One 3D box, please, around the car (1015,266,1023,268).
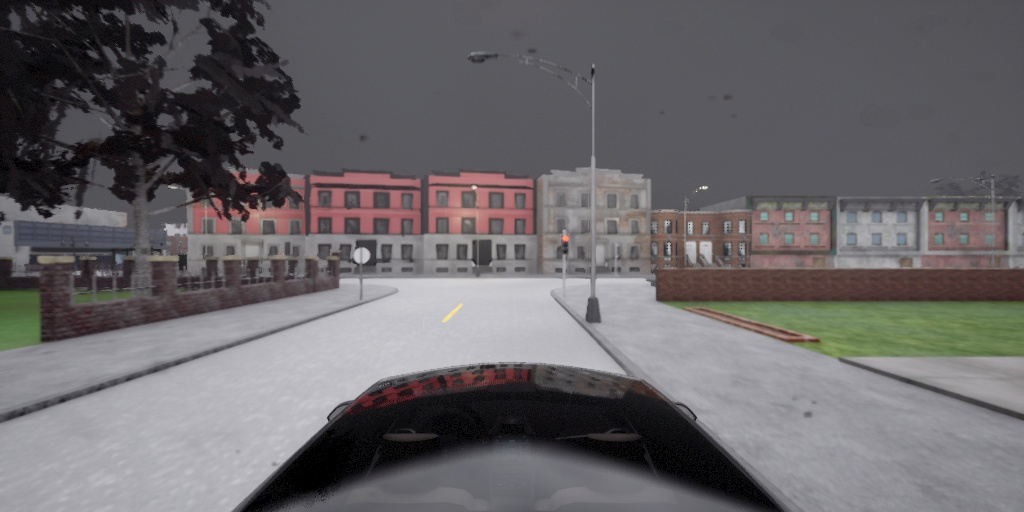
[{"bbox_3d":[45.399,1.296,30.773,5.357,1.411,2.033,0,0,0],"label":"car"}]
